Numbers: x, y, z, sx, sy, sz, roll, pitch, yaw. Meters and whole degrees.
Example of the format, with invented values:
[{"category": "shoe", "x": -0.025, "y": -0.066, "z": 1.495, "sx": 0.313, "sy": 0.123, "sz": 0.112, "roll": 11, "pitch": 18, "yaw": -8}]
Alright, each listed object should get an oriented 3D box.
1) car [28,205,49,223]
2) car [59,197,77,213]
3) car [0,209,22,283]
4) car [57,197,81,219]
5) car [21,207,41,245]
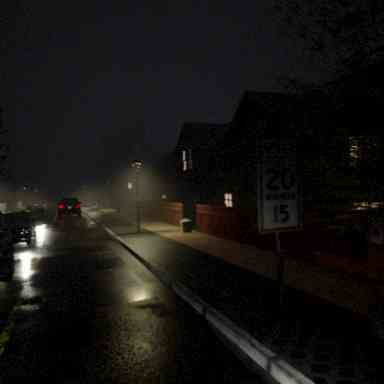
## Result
[{"category": "car", "x": -13.789, "y": 1.935, "z": 29.364, "sx": 2.128, "sy": 1.511, "sz": 4.902, "roll": -2, "pitch": 0, "yaw": -21}, {"category": "car", "x": -17.385, "y": 1.769, "z": 46.685, "sx": 2.150, "sy": 2.045, "sz": 5.566, "roll": -2, "pitch": 0, "yaw": -21}, {"category": "car", "x": -5.331, "y": 1.397, "z": 7.206, "sx": 2.150, "sy": 2.045, "sz": 5.566, "roll": -2, "pitch": 0, "yaw": -21}, {"category": "car", "x": -12.741, "y": 1.619, "z": 34.616, "sx": 2.150, "sy": 2.045, "sz": 5.566, "roll": -2, "pitch": 0, "yaw": -21}, {"category": "car", "x": -9.008, "y": 1.769, "z": 16.825, "sx": 1.882, "sy": 1.535, "sz": 5.008, "roll": -2, "pitch": 0, "yaw": -21}]
